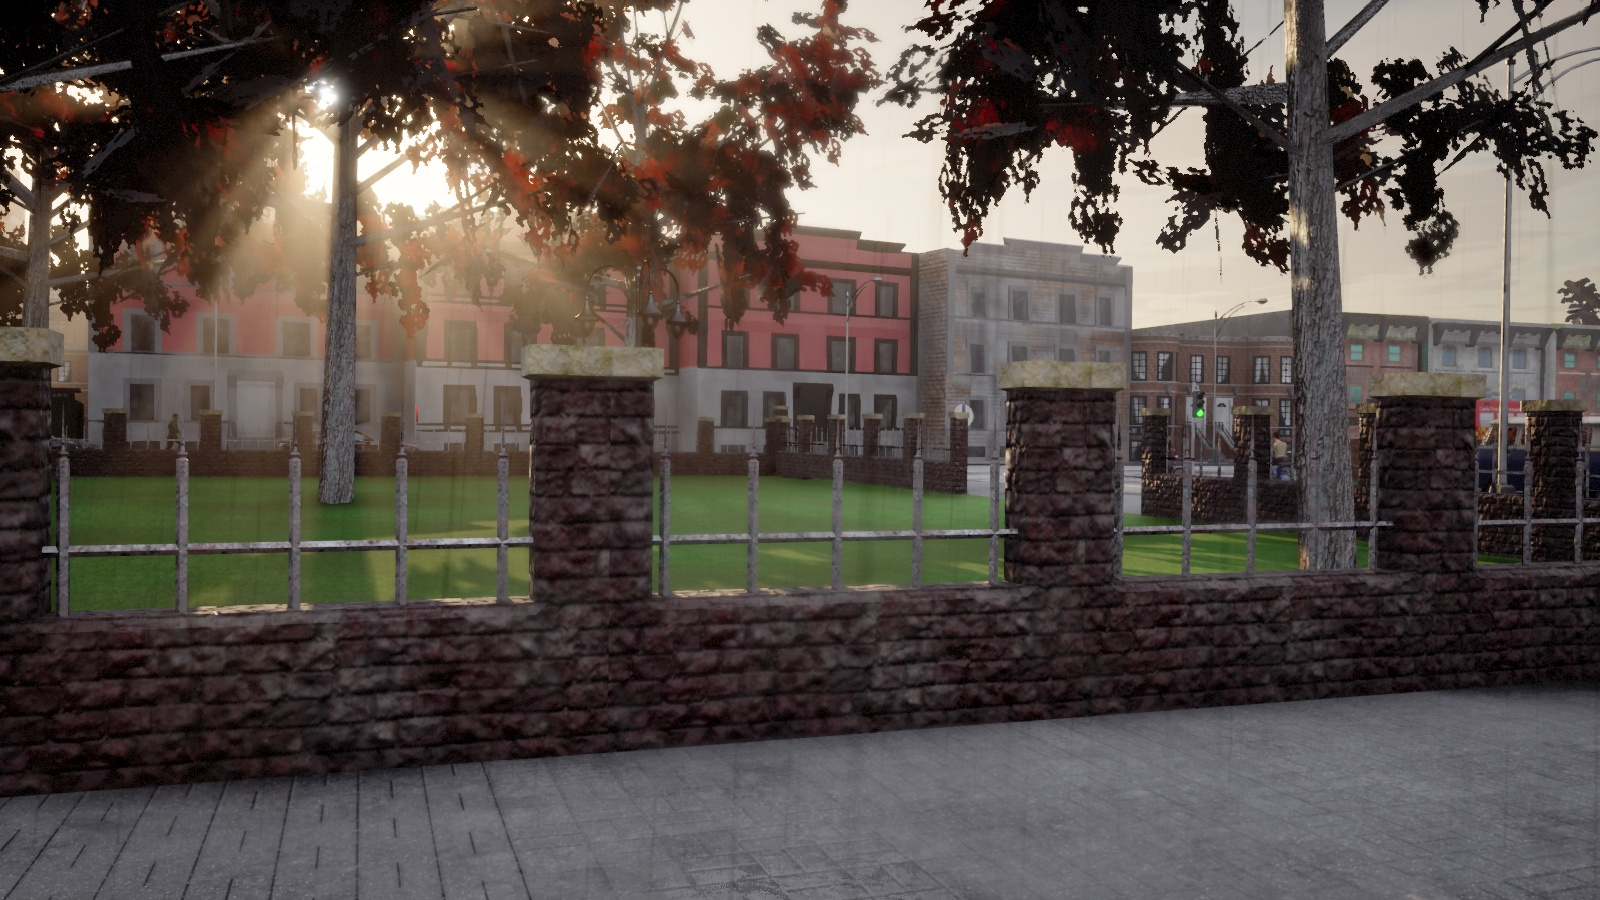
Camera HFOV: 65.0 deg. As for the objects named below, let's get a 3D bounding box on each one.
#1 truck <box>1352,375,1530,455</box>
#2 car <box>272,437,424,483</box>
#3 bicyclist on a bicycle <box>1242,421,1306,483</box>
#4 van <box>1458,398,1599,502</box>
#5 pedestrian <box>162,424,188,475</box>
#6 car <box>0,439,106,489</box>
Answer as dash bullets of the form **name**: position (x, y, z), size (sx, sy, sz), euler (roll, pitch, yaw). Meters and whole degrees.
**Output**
- **truck**: position (32.093, -1.736, 62.869), size (8.468, 3.827, 2.891), euler (-1, 1, -19)
- **car**: position (-15.118, 0.301, 42.160), size (4.674, 1.442, 1.812), euler (-1, 1, -19)
- **bicyclist on a bicycle**: position (12.665, 0.051, 33.589), size (0.866, 1.612, 1.509), euler (-1, 1, -15)
- **van**: position (15.685, -0.028, 25.186), size (1.775, 1.987, 4.442), euler (-1, 1, -17)
- **pedestrian**: position (-24.189, -0.022, 48.624), size (0.788, 1.949, 0.423), euler (-1, 1, -16)
- **car**: position (-24.440, 0.434, 38.888), size (4.892, 1.490, 1.837), euler (-1, 1, -19)
